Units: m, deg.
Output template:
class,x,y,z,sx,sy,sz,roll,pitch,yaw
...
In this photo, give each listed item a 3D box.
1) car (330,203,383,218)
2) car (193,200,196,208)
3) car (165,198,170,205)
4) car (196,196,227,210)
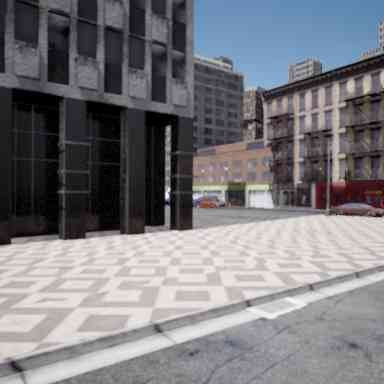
class,x,y,z,sx,sy,sz,roll,pitch,yaw
car,16.204,1.783,32.408,2.033,1.411,5.357,0,-1,-36
car,2.260,1.655,56.743,2.150,2.045,5.566,0,-1,-36
car,-3.966,1.950,65.137,1.882,1.535,5.008,0,0,-36
car,3.182,1.731,50.191,2.097,1.767,4.553,0,-1,-36
